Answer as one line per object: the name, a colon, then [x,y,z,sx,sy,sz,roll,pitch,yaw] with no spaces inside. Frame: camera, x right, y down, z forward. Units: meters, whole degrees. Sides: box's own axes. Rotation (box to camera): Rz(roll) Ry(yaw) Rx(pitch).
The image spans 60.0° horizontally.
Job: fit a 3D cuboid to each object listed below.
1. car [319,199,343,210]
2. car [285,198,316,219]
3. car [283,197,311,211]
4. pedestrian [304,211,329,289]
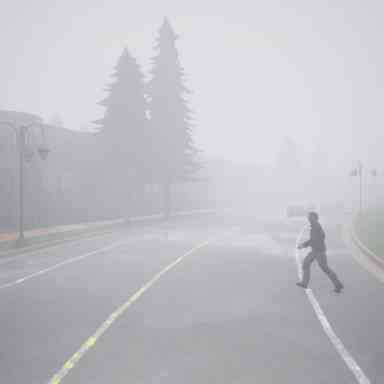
car: [17.449,1.564,41.537,1.895,1.301,4.718,0,0,36]
car: [9.445,1.500,28.620,1.812,1.442,4.674,0,0,29]
car: [13.284,1.454,41.865,2.128,1.511,4.902,0,0,34]
pedestrian: [2.792,1.287,7.483,0.375,1.860,0.375,0,0,11]
